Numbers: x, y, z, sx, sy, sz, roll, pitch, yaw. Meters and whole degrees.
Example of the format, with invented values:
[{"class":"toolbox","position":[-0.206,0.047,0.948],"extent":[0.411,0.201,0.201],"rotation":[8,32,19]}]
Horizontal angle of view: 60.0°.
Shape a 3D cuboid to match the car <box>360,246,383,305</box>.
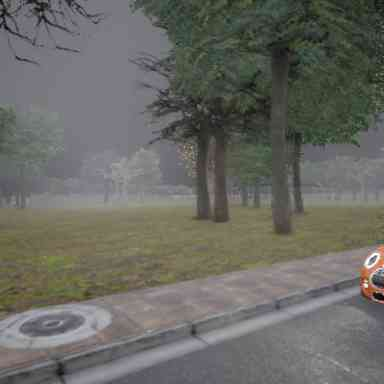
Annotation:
[{"class":"car","position":[5.560,1.347,7.023],"extent":[4.553,1.767,2.097],"rotation":[0,0,-35]}]
